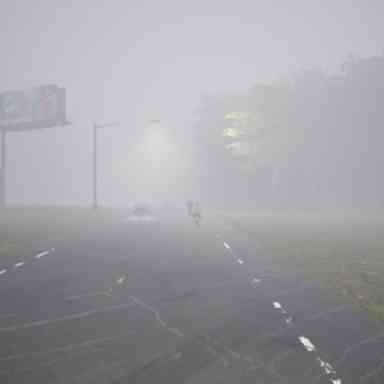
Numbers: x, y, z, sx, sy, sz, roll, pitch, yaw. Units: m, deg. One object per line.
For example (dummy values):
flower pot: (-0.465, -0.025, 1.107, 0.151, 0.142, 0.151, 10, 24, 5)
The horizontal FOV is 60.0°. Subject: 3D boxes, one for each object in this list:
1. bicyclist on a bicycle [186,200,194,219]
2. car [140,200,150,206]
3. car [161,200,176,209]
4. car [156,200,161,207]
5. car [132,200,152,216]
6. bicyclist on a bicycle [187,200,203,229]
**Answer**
bicyclist on a bicycle: (-0.185, 1.547, 29.525, 0.582, 1.620, 1.656, 0, -1, -4)
car: (-10.663, 2.436, 75.216, 2.033, 1.411, 5.357, 0, -1, -10)
car: (-3.741, 2.041, 54.892, 1.837, 1.490, 4.892, 0, -1, -8)
car: (-6.759, 2.543, 73.369, 2.033, 1.411, 5.357, 0, -1, -11)
car: (-5.206, 1.749, 35.064, 1.895, 1.301, 4.718, 0, -1, -5)
bicyclist on a bicycle: (0.324, 1.491, 21.279, 0.866, 1.612, 1.509, 0, 0, -3)
